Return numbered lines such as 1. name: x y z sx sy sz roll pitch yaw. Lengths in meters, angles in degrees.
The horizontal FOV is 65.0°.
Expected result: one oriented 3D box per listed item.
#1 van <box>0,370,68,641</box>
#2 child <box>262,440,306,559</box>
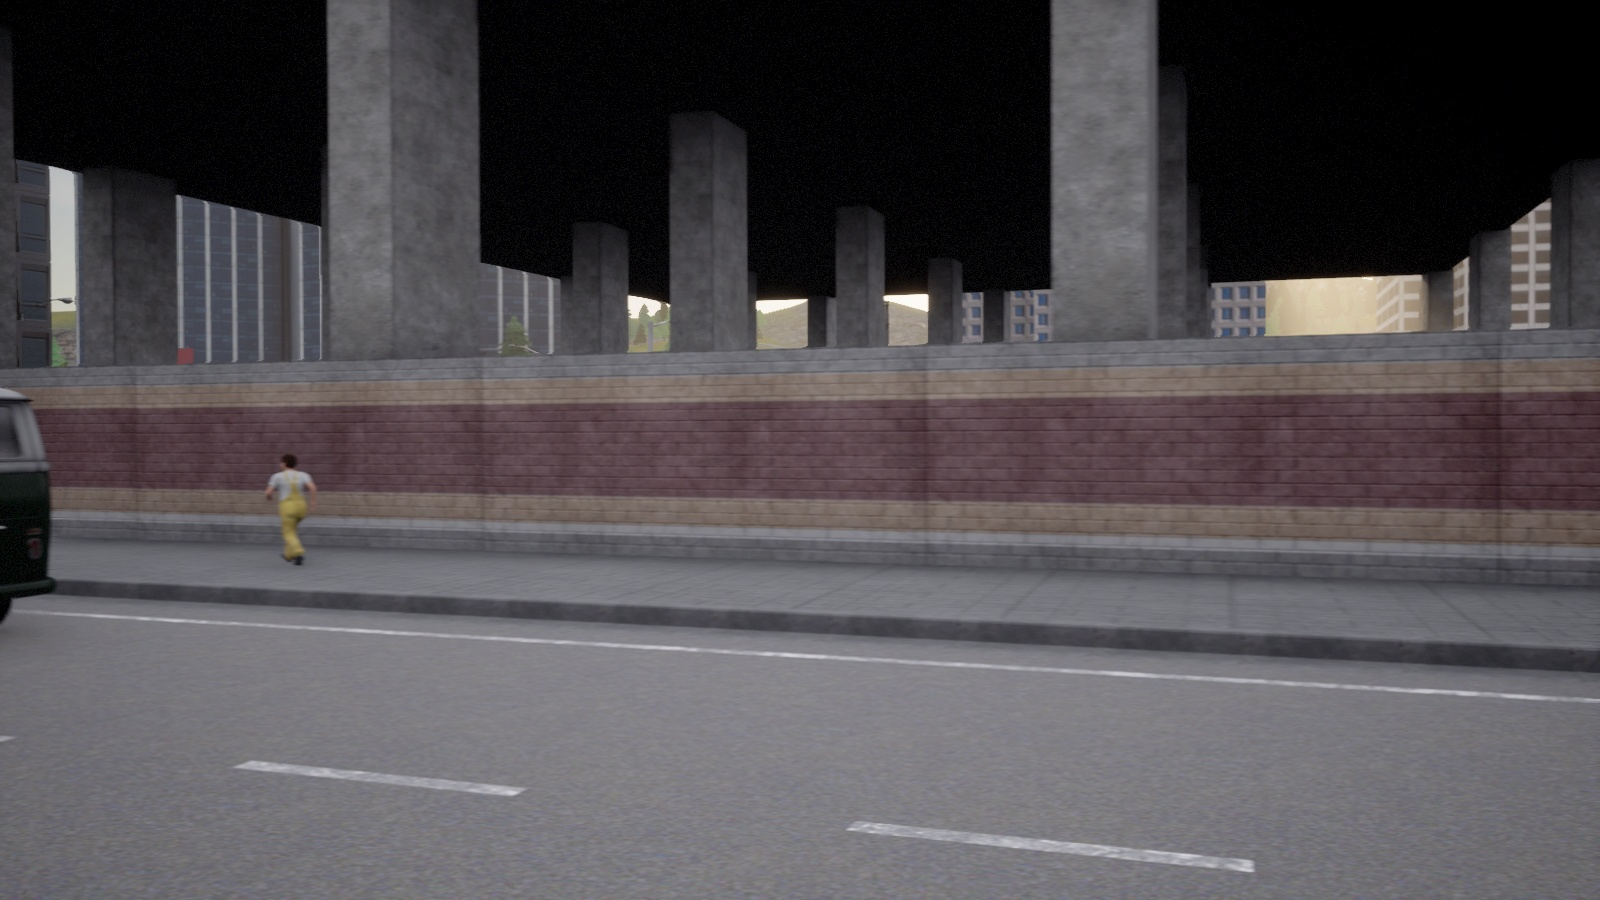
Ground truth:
1. van: -8.068 0.395 9.596 4.442 1.987 1.775 1 1 19
2. child: -5.586 0.522 13.593 0.437 1.263 0.270 1 1 42
